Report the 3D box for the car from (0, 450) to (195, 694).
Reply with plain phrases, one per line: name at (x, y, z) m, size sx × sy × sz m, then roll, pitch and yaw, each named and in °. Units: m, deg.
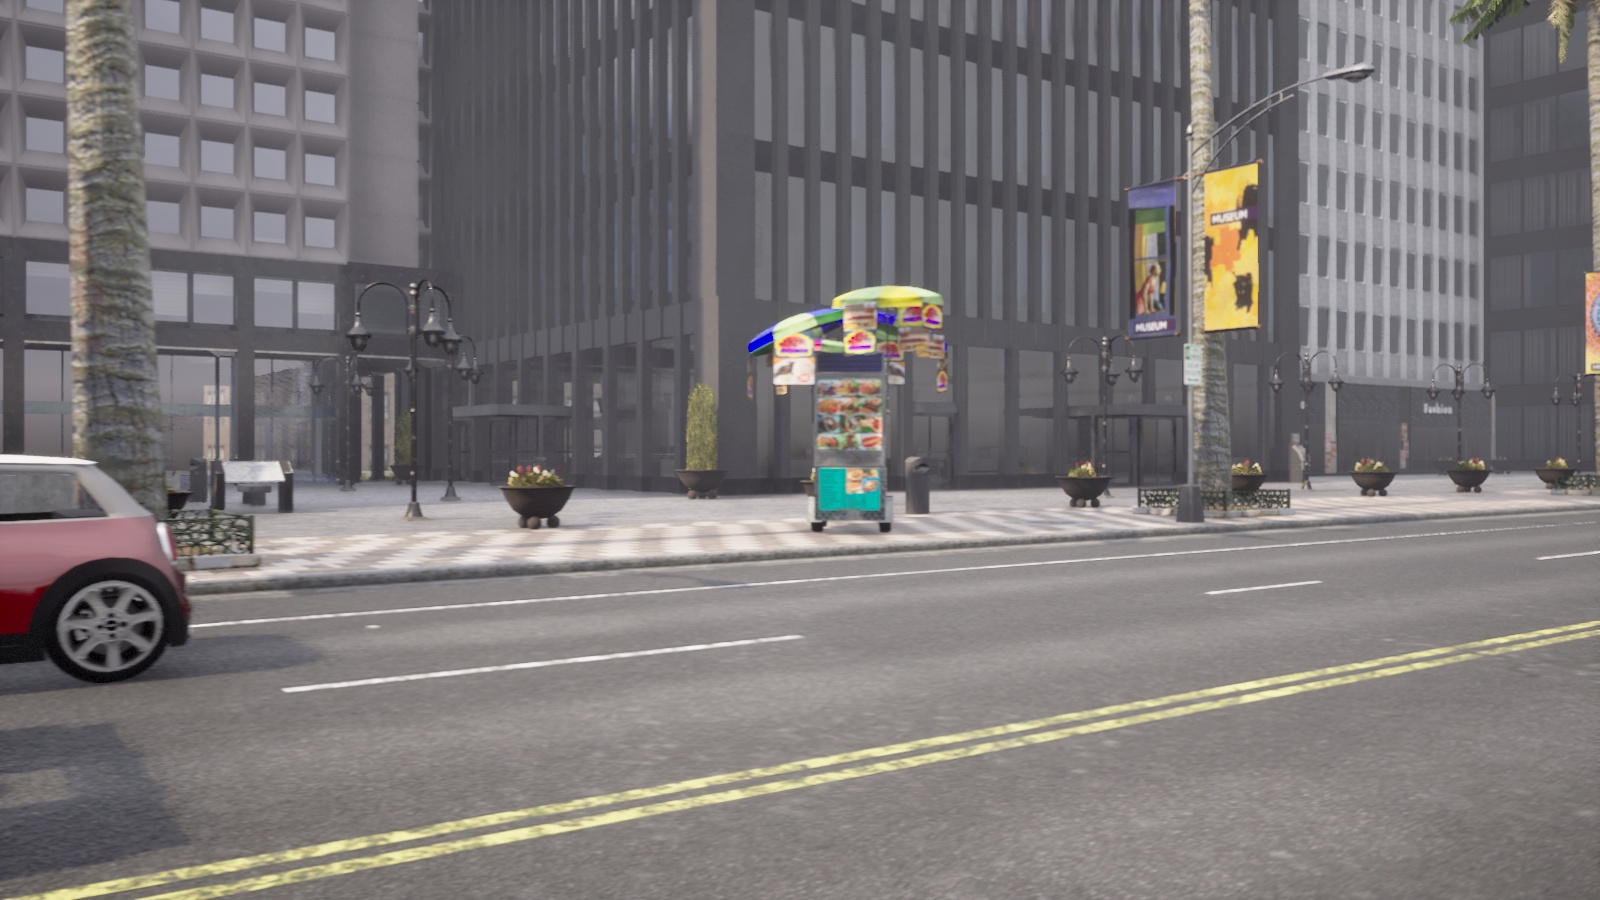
car at (-6.095, 0.745, 7.946) m, size 3.806 × 1.475 × 1.970 m, roll 0°, pitch 0°, yaw -35°
